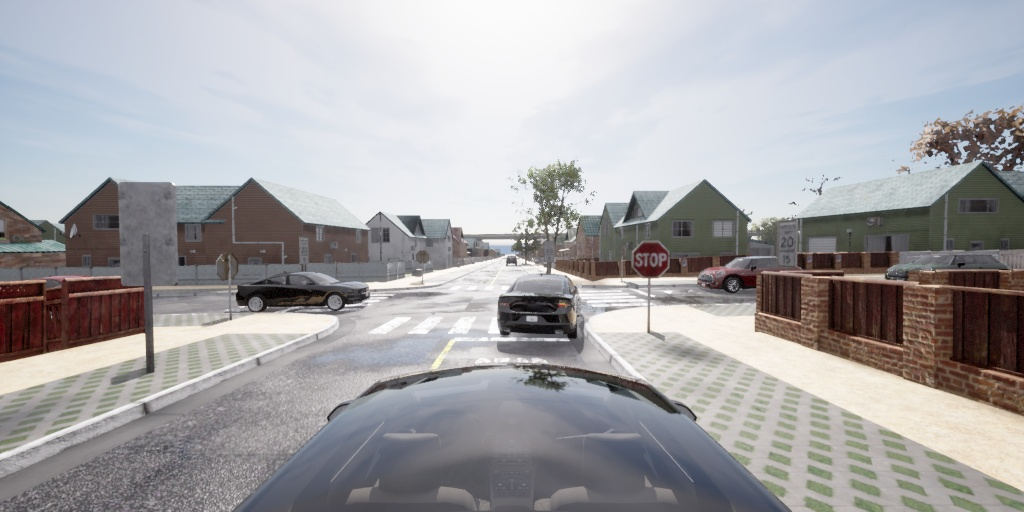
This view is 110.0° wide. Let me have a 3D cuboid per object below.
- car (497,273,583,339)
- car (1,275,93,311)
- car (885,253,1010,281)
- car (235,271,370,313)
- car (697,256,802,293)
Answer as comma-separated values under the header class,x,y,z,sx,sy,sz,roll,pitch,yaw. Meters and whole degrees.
class,x,y,z,sx,sy,sz,roll,pitch,yaw
car,0.949,1.224,10.262,1.882,1.535,5.008,0,0,12
car,-18.036,1.547,14.705,5.008,1.535,1.882,-1,2,0
car,21.684,0.646,17.966,4.553,1.767,2.097,-1,2,0
car,-8.483,1.377,14.778,5.008,1.535,1.882,-1,2,0
car,11.789,0.820,17.884,4.553,1.767,2.097,-1,2,0
